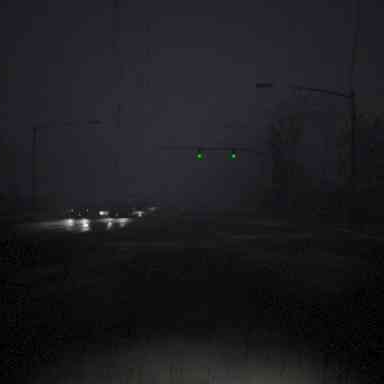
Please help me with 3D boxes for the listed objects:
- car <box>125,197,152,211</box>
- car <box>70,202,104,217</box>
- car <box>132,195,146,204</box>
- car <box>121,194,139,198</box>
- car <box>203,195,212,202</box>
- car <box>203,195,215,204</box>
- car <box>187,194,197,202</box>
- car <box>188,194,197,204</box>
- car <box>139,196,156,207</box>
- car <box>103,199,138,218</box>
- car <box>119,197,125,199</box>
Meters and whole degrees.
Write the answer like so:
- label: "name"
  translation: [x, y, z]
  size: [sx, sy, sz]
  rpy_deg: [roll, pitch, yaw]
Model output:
- label: "car"
  translation: [-7.050, 1.742, 44.195]
  size: [2.033, 1.411, 5.357]
  rpy_deg: [0, 0, 1]
- label: "car"
  translation: [-10.576, 1.816, 33.482]
  size: [1.895, 1.301, 4.718]
  rpy_deg: [0, 0, 0]
- label: "car"
  translation: [-10.451, 1.498, 65.773]
  size: [1.882, 1.535, 5.008]
  rpy_deg: [0, 1, 0]
- label: "car"
  translation: [-10.485, 1.355, 54.085]
  size: [2.150, 2.045, 5.566]
  rpy_deg: [0, 1, 0]
- label: "car"
  translation: [3.557, 1.446, 75.534]
  size: [1.812, 1.442, 4.674]
  rpy_deg: [0, 1, 0]
- label: "car"
  translation: [3.550, 1.627, 65.402]
  size: [1.895, 1.301, 4.718]
  rpy_deg: [0, 1, 0]
- label: "car"
  translation: [0.057, 1.277, 75.505]
  size: [2.097, 1.767, 4.553]
  rpy_deg: [0, 1, 0]
- label: "car"
  translation: [0.050, 1.577, 65.008]
  size: [2.033, 1.411, 5.357]
  rpy_deg: [0, 1, 0]
- label: "car"
  translation: [-6.985, 1.608, 54.447]
  size: [1.882, 1.535, 5.008]
  rpy_deg: [0, 1, 1]
- label: "car"
  translation: [-7.105, 1.760, 33.671]
  size: [2.033, 1.411, 5.357]
  rpy_deg: [0, 0, -2]
- label: "car"
  translation: [-10.551, 1.761, 43.375]
  size: [1.994, 1.385, 4.181]
  rpy_deg: [0, 0, 0]
